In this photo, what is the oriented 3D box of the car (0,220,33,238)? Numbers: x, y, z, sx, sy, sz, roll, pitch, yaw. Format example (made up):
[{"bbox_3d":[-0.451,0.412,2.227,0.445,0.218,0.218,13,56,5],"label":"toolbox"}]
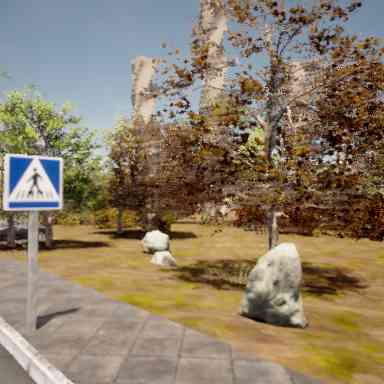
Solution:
[{"bbox_3d":[-17.253,3.346,30.171,4.792,1.488,2.163,1,-4,-35],"label":"car"}]

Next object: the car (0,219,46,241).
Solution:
[{"bbox_3d":[-12.493,2.816,23.442,4.892,1.521,2.231,1,-4,-35],"label":"car"}]

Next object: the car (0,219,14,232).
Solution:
[{"bbox_3d":[-23.673,3.977,39.112,4.674,1.452,2.002,1,-4,-35],"label":"car"}]

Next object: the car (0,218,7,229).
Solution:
[{"bbox_3d":[-28.441,4.396,45.849,4.792,1.488,2.163,1,-3,-35],"label":"car"}]

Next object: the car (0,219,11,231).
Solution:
[{"bbox_3d":[-25.266,4.124,41.353,4.674,1.452,2.002,1,-4,-35],"label":"car"}]
